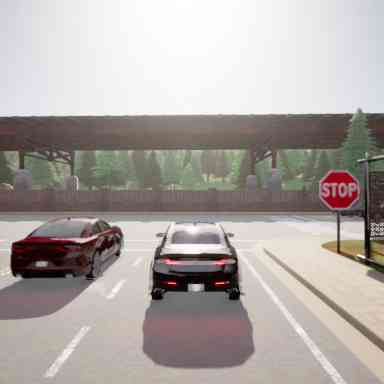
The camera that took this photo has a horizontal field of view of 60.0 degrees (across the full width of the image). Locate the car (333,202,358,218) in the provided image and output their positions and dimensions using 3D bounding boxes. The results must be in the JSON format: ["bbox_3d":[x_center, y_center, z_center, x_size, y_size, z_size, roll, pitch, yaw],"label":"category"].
[{"bbox_3d":[15.628,1.547,29.970,5.357,1.411,2.033,0,0,1],"label":"car"}]

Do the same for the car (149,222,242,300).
[{"bbox_3d":[0.078,1.491,8.351,2.128,1.511,4.902,0,0,0],"label":"car"}]

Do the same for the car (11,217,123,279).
[{"bbox_3d":[-3.418,1.478,10.060,1.882,1.535,5.008,0,0,0],"label":"car"}]
